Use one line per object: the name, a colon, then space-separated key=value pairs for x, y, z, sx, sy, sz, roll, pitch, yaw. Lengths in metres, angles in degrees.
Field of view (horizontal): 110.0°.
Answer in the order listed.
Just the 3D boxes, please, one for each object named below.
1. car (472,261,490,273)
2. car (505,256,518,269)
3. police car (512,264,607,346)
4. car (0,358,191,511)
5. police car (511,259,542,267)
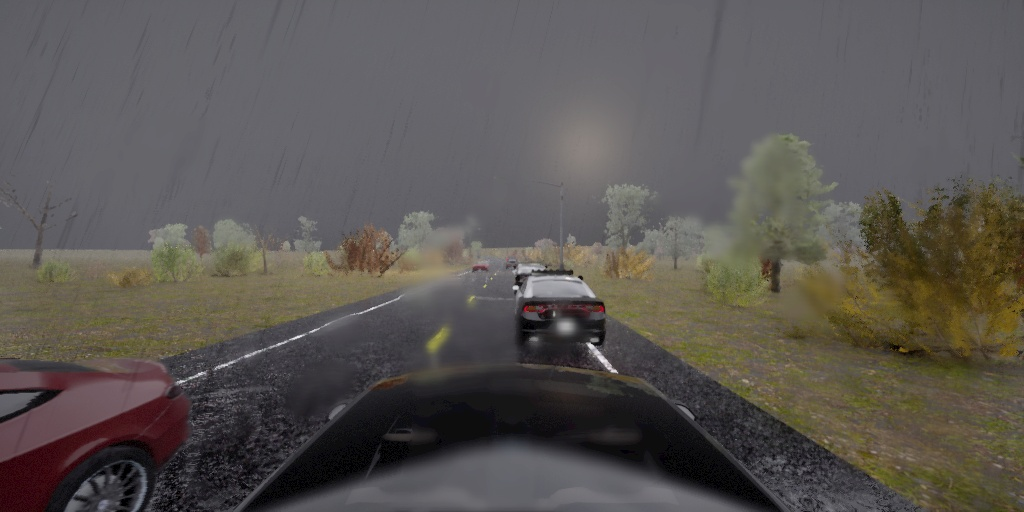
car: x=-3.609 y=1.280 z=42.391 sx=1.895 sy=1.301 sz=4.718 roll=0 pitch=0 yaw=0
car: x=0.045 y=1.154 z=52.623 sx=1.837 sy=1.490 sz=4.892 roll=0 pitch=0 yaw=0
police car: x=1.048 y=1.168 z=9.555 sx=1.930 sy=1.638 sz=5.238 roll=0 pitch=0 yaw=0
car: x=-3.586 y=1.276 z=1.096 sx=1.812 sy=1.442 sz=4.674 roll=0 pitch=0 yaw=0
police car: x=1.045 y=1.155 z=19.557 sx=1.930 sy=1.638 sz=5.238 roll=0 pitch=0 yaw=0
